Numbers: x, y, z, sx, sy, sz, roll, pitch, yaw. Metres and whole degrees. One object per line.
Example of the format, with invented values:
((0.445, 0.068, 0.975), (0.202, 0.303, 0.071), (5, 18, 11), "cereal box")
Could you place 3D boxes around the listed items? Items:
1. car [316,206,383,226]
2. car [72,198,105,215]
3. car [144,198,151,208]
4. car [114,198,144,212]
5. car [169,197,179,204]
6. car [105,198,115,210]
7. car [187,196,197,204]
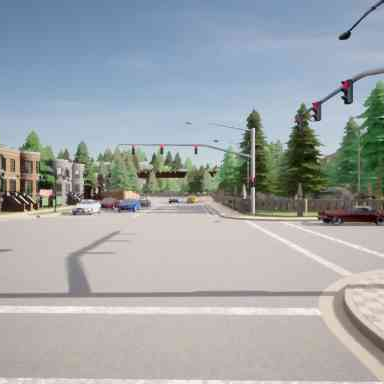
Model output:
((11.142, 1.601, 22.901), (4.718, 1.301, 1.895), (0, 0, 2), "car")
((-10.664, 1.526, 34.023), (1.812, 1.442, 4.674), (0, 0, 0), "car")
((-7.164, 1.564, 48.350), (1.994, 1.385, 4.181), (0, 0, 0), "car")
((-7.172, 1.478, 38.363), (1.882, 1.535, 5.008), (0, 0, 0), "car")
((-3.531, 1.601, 65.200), (1.895, 1.301, 4.718), (0, 0, 0), "car")
((-10.674, 1.478, 43.076), (1.882, 1.535, 5.008), (0, 0, 0), "car")
((-0.031, 1.478, 64.917), (1.882, 1.535, 5.008), (0, 0, 0), "car")
